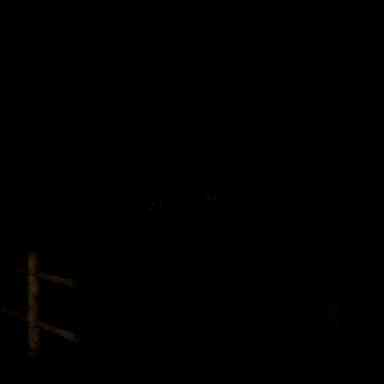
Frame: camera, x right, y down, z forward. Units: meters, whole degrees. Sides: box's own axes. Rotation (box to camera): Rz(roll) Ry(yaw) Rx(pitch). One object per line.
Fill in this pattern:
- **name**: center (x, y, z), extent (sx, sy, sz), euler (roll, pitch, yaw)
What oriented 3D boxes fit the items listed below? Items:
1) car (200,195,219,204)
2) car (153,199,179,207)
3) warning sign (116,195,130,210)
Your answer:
- **car**: center (3.465, 1.428, 64.475), extent (2.097, 1.767, 4.553), euler (-1, 0, 31)
- **car**: center (-4.058, 1.720, 51.810), extent (1.895, 1.301, 4.718), euler (-1, 0, 31)
- **warning sign**: center (-8.266, 1.245, 39.961), extent (1.300, 1.860, 1.060), euler (-1, -1, 31)
